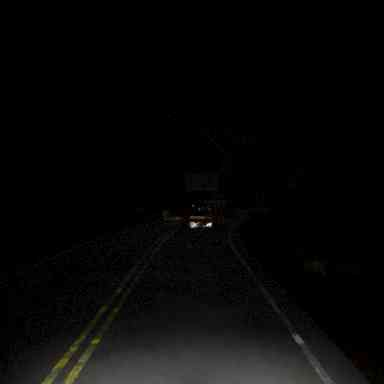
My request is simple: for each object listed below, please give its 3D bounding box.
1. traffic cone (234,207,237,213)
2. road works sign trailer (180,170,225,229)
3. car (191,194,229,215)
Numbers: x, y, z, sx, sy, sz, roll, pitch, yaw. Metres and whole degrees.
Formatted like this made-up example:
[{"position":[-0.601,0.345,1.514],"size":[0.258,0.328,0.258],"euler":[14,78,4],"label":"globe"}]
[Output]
[{"position":[4.447,1.871,34.005],"size":[0.340,0.580,0.340],"euler":[-2,0,18],"label":"traffic cone"},{"position":[0.689,0.439,21.473],"size":[2.380,3.560,2.880],"euler":[-1,0,19],"label":"road works sign trailer"},{"position":[1.950,1.228,33.759],"size":[2.150,2.045,5.566],"euler":[-3,-1,28],"label":"car"}]
